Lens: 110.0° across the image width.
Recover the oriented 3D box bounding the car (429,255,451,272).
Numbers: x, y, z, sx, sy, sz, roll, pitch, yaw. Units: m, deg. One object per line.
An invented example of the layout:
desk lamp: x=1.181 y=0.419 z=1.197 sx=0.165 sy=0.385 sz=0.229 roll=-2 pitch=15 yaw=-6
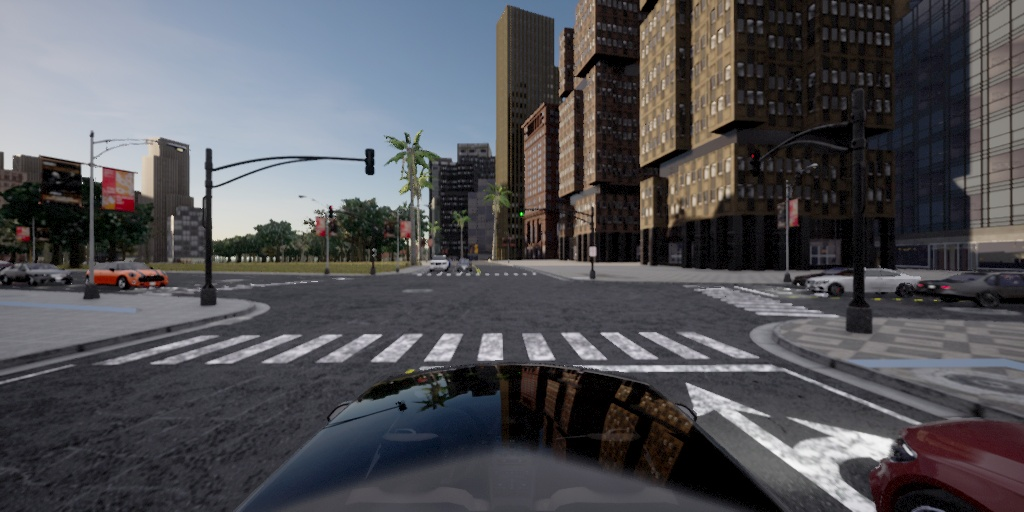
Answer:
car: x=-9.361 y=0.929 z=46.325 sx=2.150 sy=2.045 sz=5.566 roll=0 pitch=0 yaw=-8

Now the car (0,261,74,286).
car: x=-33.463 y=1.284 z=25.259 sx=4.902 sy=1.511 sz=2.128 roll=0 pitch=0 yaw=15

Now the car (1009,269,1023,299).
car: x=26.640 y=1.361 z=16.440 sx=4.181 sy=1.385 sz=1.994 roll=0 pitch=0 yaw=14

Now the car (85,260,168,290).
car: x=-24.548 y=1.150 z=22.905 sx=4.553 sy=1.767 sz=2.097 roll=0 pitch=0 yaw=15

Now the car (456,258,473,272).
car: x=-5.974 y=1.208 z=45.267 sx=2.128 sy=1.511 sz=4.902 roll=0 pitch=0 yaw=-7

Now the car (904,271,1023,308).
car: x=20.168 y=1.342 z=14.542 sx=5.357 sy=1.411 sz=2.033 roll=0 pitch=0 yaw=14

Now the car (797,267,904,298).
car: x=18.181 y=1.332 z=18.667 sx=4.674 sy=1.442 sz=1.812 roll=0 pitch=0 yaw=15

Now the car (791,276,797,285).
car: x=20.236 y=1.361 z=21.520 sx=5.357 sy=1.411 sz=2.033 roll=0 pitch=0 yaw=12

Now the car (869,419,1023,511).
car: x=3.269 y=1.266 z=0.368 sx=1.812 sy=1.442 sz=4.674 roll=0 pitch=0 yaw=0
